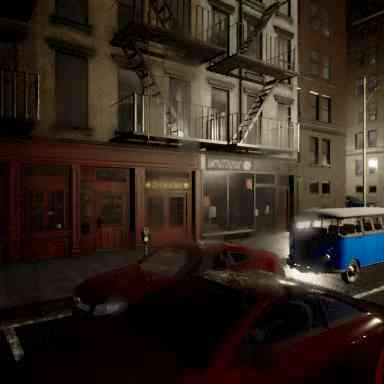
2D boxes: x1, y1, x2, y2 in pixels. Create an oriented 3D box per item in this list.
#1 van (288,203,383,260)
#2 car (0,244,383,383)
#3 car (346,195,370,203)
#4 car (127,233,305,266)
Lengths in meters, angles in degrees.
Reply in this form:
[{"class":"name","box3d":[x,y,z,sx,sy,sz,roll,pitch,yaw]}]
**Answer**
[{"class":"van","box3d":[4.386,1.341,9.281,3.998,1.788,1.690,0,0,-35]},{"class":"car","box3d":[0.358,1.564,3.315,4.181,1.385,1.994,0,0,-35]},{"class":"car","box3d":[15.206,1.316,32.865,2.150,2.045,5.566,0,0,-35]},{"class":"car","box3d":[-0.029,1.582,6.160,4.206,1.307,1.802,0,0,-35]}]
